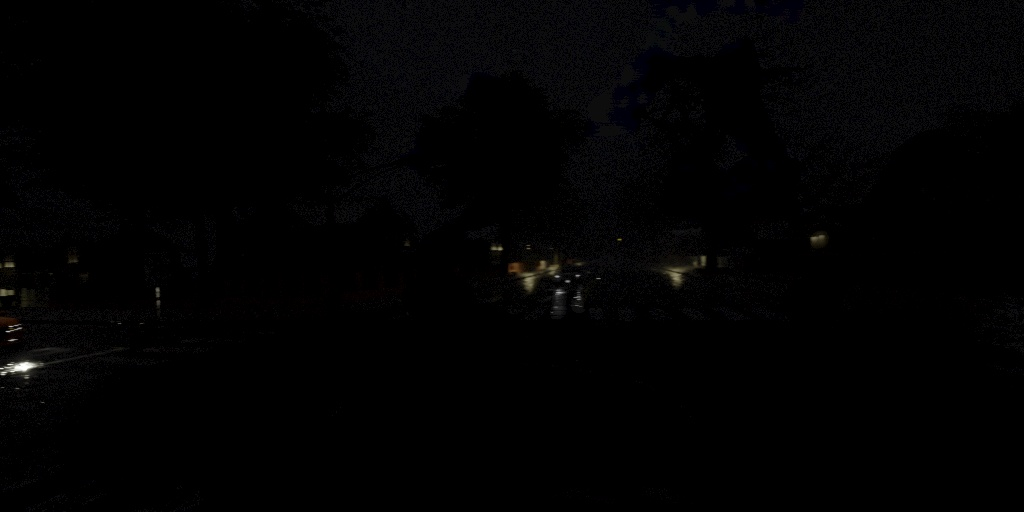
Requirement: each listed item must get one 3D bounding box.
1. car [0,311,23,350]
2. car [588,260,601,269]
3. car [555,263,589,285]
[{"bbox_3d":[-17.126,2.202,10.701,5.008,1.535,1.882,-3,0,18],"label":"car"},{"bbox_3d":[13.812,1.377,60.426,1.812,1.442,4.674,-3,-1,16],"label":"car"},{"bbox_3d":[4.460,1.465,27.151,1.895,1.301,4.718,-3,-1,16],"label":"car"}]
